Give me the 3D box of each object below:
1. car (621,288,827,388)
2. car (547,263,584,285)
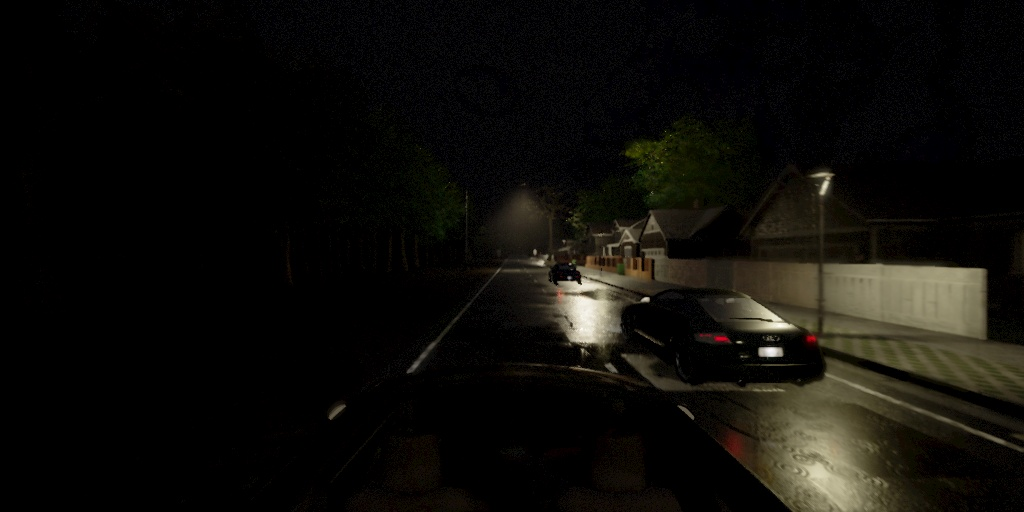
[{"bbox_3d":[3.608,1.298,7.000,1.994,1.385,4.181,0,0,0],"label":"car"},{"bbox_3d":[3.646,1.189,24.984,1.812,1.442,4.674,0,0,0],"label":"car"}]
